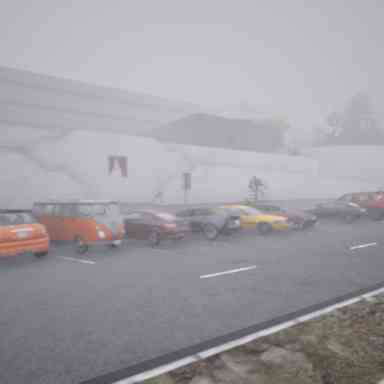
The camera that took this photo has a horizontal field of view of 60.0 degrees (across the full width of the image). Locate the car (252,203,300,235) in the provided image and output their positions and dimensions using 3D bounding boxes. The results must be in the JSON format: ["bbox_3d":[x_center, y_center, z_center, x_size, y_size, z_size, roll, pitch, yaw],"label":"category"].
[{"bbox_3d":[2.832,1.429,18.424,5.366,1.575,1.946,-1,-1,34],"label":"car"}]

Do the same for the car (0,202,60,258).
[{"bbox_3d":[-7.024,1.366,11.574,4.553,1.767,2.185,-1,0,34],"label":"car"}]

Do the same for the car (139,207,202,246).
[{"bbox_3d":[-2.184,1.513,15.053,4.674,1.452,2.002,-1,0,35],"label":"car"}]

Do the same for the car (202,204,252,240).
[{"bbox_3d":[0.218,1.489,16.804,4.792,1.488,2.163,-1,0,35],"label":"car"}]

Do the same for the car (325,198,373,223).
[{"bbox_3d":[9.968,1.383,23.720,4.674,1.452,2.002,-1,0,34],"label":"car"}]

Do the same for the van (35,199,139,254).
[{"bbox_3d":[-4.514,1.259,13.268,4.442,1.987,1.878,-1,-1,35],"label":"van"}]

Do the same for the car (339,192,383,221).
[{"bbox_3d":[12.364,1.055,25.469,5.566,2.045,2.435,-1,0,34],"label":"car"}]

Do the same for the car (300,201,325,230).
[{"bbox_3d":[5.131,1.439,20.242,4.792,1.488,2.163,-1,-1,35],"label":"car"}]
